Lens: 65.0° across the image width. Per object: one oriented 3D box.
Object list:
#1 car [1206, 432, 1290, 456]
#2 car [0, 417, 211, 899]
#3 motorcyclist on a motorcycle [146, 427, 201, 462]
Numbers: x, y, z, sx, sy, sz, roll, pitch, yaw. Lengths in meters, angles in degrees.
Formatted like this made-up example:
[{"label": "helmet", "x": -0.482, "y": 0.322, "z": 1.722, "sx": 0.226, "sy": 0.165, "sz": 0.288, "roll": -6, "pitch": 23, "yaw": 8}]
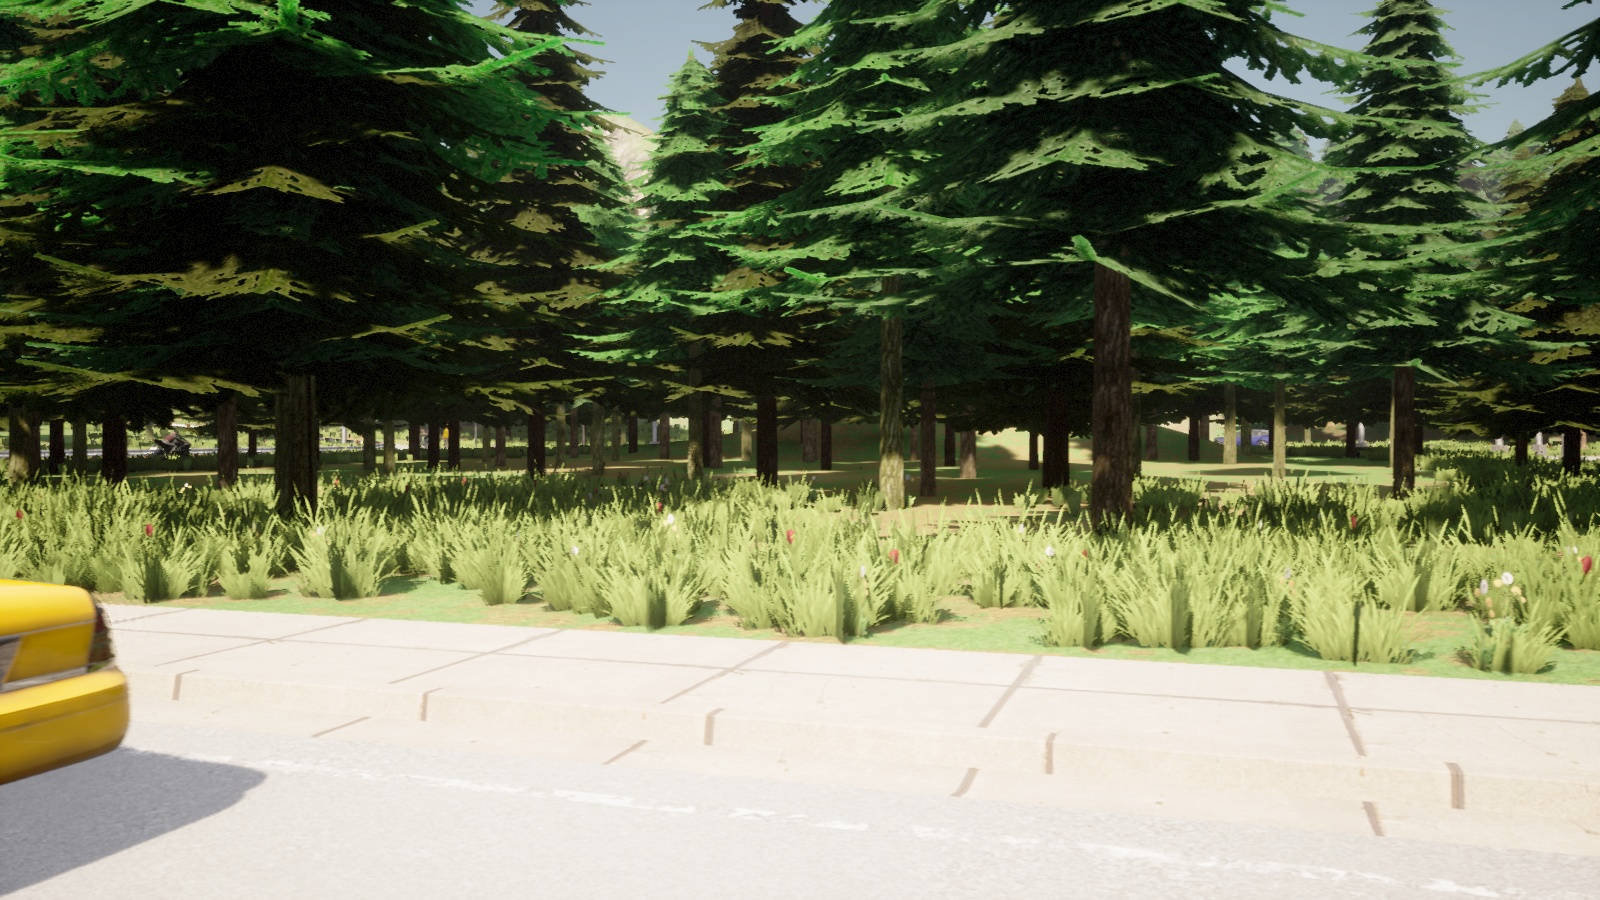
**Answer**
[{"label": "car", "x": 29.569, "y": -0.415, "z": 82.962, "sx": 2.163, "sy": 1.488, "sz": 4.792, "roll": -1, "pitch": 1, "yaw": -44}, {"label": "car", "x": -5.136, "y": 0.652, "z": 4.917, "sx": 5.366, "sy": 1.575, "sz": 1.801, "roll": 1, "pitch": 1, "yaw": 19}, {"label": "motorcyclist on a motorcycle", "x": -27.995, "y": -0.268, "z": 56.154, "sx": 0.866, "sy": 1.530, "sz": 2.191, "roll": 1, "pitch": 1, "yaw": 19}]
